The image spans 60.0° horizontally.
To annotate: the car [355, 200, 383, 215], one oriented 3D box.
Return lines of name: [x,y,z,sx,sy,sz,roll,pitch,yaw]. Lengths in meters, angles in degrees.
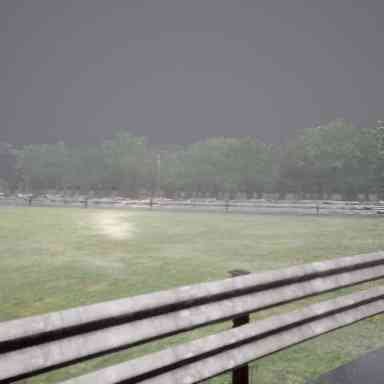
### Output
car: [21.962,1.833,39.774,4.553,1.767,2.097,0,0,20]
